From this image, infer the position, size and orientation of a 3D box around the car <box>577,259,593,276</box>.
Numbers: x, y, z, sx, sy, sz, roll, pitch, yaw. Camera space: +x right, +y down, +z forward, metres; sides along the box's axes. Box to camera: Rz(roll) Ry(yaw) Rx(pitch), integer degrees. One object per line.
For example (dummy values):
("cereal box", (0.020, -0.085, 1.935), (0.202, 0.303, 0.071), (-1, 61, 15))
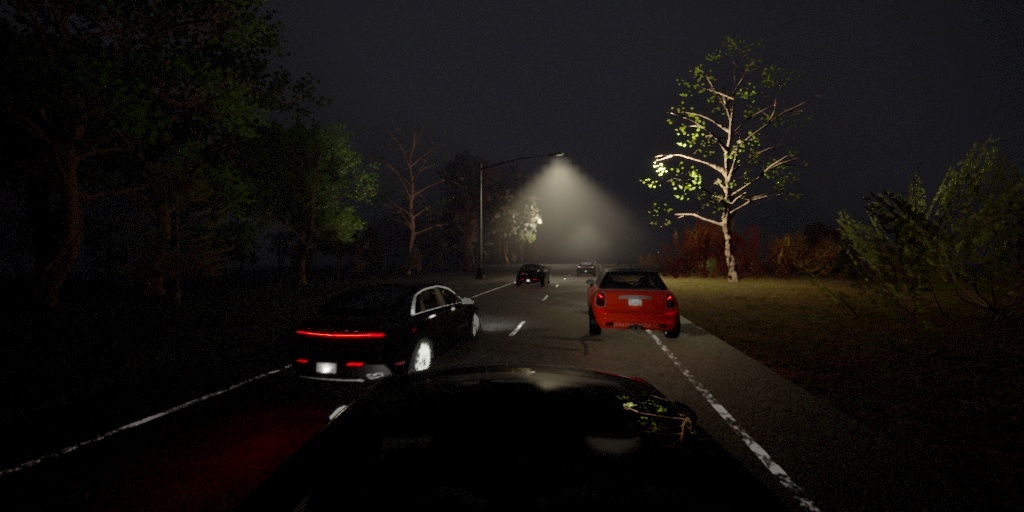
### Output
("car", (7.668, 1.276, 36.797), (2.128, 1.511, 4.902), (0, 0, 13))

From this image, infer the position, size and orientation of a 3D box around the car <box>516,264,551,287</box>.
("car", (1.541, 1.282, 24.935), (1.837, 1.490, 4.892), (0, 0, 12))

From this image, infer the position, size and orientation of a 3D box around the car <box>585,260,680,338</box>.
("car", (3.295, 1.109, 10.481), (2.097, 1.767, 4.553), (0, 0, 11))

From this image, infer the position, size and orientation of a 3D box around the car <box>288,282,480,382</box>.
("car", (-2.036, 1.262, 7.182), (1.837, 1.490, 4.892), (0, 0, 11))
